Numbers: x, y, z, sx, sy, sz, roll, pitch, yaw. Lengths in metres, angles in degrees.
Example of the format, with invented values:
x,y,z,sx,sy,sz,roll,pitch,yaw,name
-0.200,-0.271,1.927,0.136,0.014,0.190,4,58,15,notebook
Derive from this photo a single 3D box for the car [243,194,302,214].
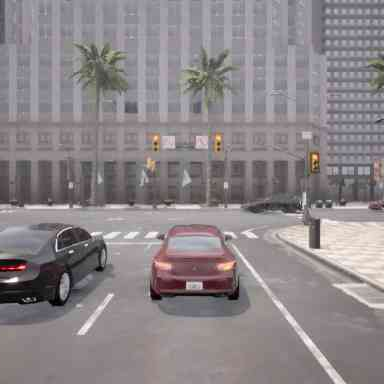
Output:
x,y,z,sx,sy,sz,roll,pitch,yaw,name
8.475,1.224,34.450,5.566,2.045,2.150,0,0,-2,car

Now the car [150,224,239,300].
x,y,z,sx,sy,sz,roll,pitch,yaw,name
0.069,1.526,8.296,1.812,1.442,4.674,0,0,1,car

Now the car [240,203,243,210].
x,y,z,sx,sy,sz,roll,pitch,yaw,name
7.994,1.492,38.091,4.902,1.511,2.128,0,0,0,car

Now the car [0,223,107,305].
x,y,z,sx,sy,sz,roll,pitch,yaw,name
-3.440,1.505,8.042,1.837,1.490,4.892,0,0,0,car

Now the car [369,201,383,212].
x,y,z,sx,sy,sz,roll,pitch,yaw,name
22.930,1.477,38.077,5.008,1.535,1.882,0,0,0,car
